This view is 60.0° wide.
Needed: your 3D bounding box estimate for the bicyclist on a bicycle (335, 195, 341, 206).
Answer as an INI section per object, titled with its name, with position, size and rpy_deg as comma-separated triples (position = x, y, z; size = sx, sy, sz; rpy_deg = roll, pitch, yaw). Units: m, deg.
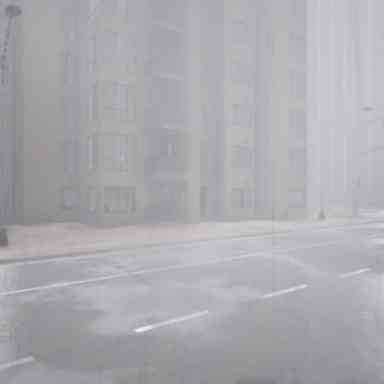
[bicyclist on a bicycle]
position = 22.377, 1.309, 50.893
size = 1.656, 1.620, 0.582
rpy_deg = 0, 0, -35
